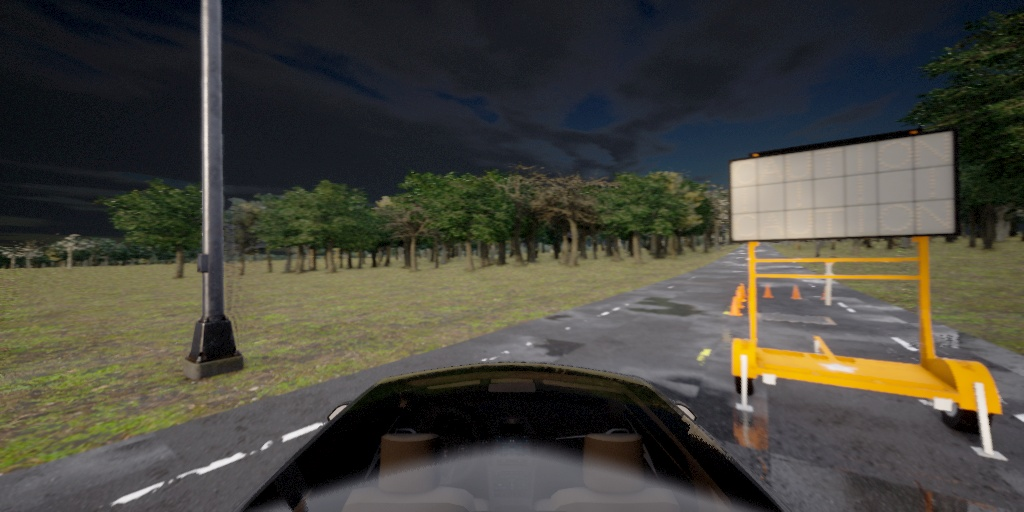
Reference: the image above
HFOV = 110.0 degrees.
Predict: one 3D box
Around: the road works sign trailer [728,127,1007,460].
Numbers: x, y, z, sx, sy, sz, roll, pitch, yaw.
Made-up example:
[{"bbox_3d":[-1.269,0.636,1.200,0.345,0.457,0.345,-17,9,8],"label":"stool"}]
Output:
[{"bbox_3d":[4.611,0.169,5.205,2.380,3.560,2.880,0,0,34],"label":"road works sign trailer"}]
